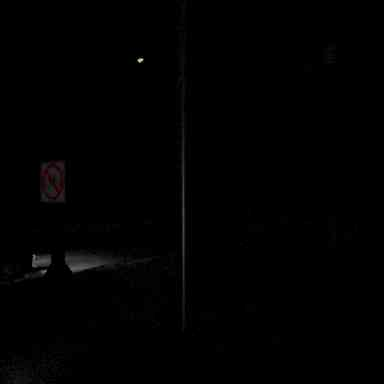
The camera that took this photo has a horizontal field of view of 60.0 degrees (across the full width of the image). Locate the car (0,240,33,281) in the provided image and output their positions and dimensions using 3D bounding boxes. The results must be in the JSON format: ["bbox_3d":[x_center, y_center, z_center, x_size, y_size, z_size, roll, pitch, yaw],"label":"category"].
[{"bbox_3d":[-6.096,1.524,7.584,1.812,1.442,4.674,0,0,35],"label":"car"}]
